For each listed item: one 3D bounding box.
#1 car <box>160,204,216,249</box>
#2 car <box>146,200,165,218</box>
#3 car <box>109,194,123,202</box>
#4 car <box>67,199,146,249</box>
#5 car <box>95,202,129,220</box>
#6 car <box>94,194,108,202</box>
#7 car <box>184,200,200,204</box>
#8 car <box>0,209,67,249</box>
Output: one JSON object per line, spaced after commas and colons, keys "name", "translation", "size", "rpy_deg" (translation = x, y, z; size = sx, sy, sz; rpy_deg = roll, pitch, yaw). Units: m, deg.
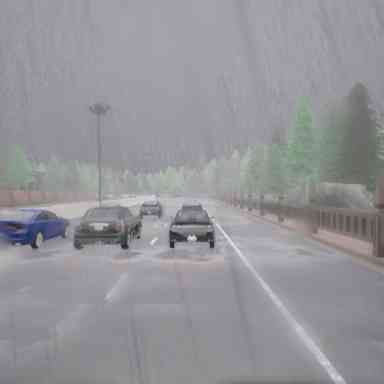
{"name": "car", "translation": [0.000, 1.495, 14.650], "size": [2.128, 1.511, 4.902], "rpy_deg": [0, 0, 0]}
{"name": "car", "translation": [-3.500, 1.495, 29.650], "size": [2.128, 1.511, 4.902], "rpy_deg": [0, 0, 0]}
{"name": "car", "translation": [-17.500, 1.313, 76.986], "size": [2.097, 1.767, 4.553], "rpy_deg": [0, 0, 0]}
{"name": "car", "translation": [-3.500, 1.366, 14.620], "size": [2.097, 1.767, 4.553], "rpy_deg": [0, 0, 0]}
{"name": "car", "translation": [-7.000, 1.616, 29.680], "size": [1.895, 1.301, 4.718], "rpy_deg": [0, 0, 0]}
{"name": "car", "translation": [-21.000, 1.313, 76.986], "size": [2.097, 1.767, 4.553], "rpy_deg": [0, 0, 0]}
{"name": "car", "translation": [0.000, 1.485, 29.650], "size": [1.882, 1.535, 5.008], "rpy_deg": [0, 0, 0]}
{"name": "car", "translation": [-7.000, 1.485, 14.650], "size": [1.882, 1.535, 5.008], "rpy_deg": [0, 0, 0]}
